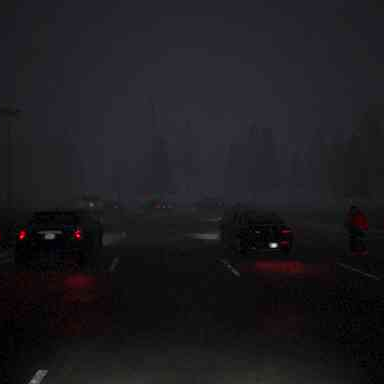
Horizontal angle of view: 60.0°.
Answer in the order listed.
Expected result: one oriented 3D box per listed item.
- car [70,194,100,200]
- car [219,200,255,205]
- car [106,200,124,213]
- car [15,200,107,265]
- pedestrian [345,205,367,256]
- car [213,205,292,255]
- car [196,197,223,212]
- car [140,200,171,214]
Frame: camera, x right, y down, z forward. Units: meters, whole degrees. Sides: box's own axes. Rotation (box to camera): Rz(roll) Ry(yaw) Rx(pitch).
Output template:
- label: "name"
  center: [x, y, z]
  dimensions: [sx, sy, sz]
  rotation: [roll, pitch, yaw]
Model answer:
- label: "car"
  center: [-10.266, 1.223, 32.550]
  dimensions: [2.150, 2.045, 5.566]
  rotation: [0, 0, -25]
- label: "car"
  center: [3.765, 1.525, 23.954]
  dimensions: [1.812, 1.442, 4.674]
  rotation: [0, 0, -14]
- label: "car"
  center: [-9.089, 1.564, 37.181]
  dimensions: [1.994, 1.385, 4.181]
  rotation: [0, 0, -31]
- label: "car"
  center: [-4.510, 1.351, 11.987]
  dimensions: [2.097, 1.767, 4.553]
  rotation: [0, 0, -8]
- label: "pedestrian"
  center: [5.645, 1.294, 11.451]
  dimensions: [0.375, 1.860, 0.375]
  rotation: [0, 0, -7]
- label: "car"
  center: [2.379, 1.505, 13.462]
  dimensions: [1.837, 1.490, 4.892]
  rotation: [0, 0, -8]
- label: "car"
  center: [2.187, 1.353, 39.026]
  dimensions: [2.097, 1.767, 4.553]
  rotation: [0, 0, -25]
- label: "car"
  center: [-4.008, 1.546, 35.877]
  dimensions: [2.033, 1.411, 5.357]
  rotation: [0, 0, -28]
